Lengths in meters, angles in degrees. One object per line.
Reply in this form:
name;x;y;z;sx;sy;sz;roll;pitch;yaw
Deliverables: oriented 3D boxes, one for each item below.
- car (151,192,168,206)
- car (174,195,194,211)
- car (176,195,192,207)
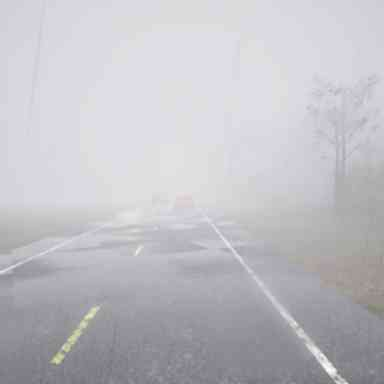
car;-4.709;0.970;48.918;2.150;2.045;5.566;-1;0;-1
car;-0.834;1.118;36.342;2.097;1.767;4.553;-1;0;-1
car;-1.097;1.194;46.412;2.128;1.511;4.902;-1;0;-1
